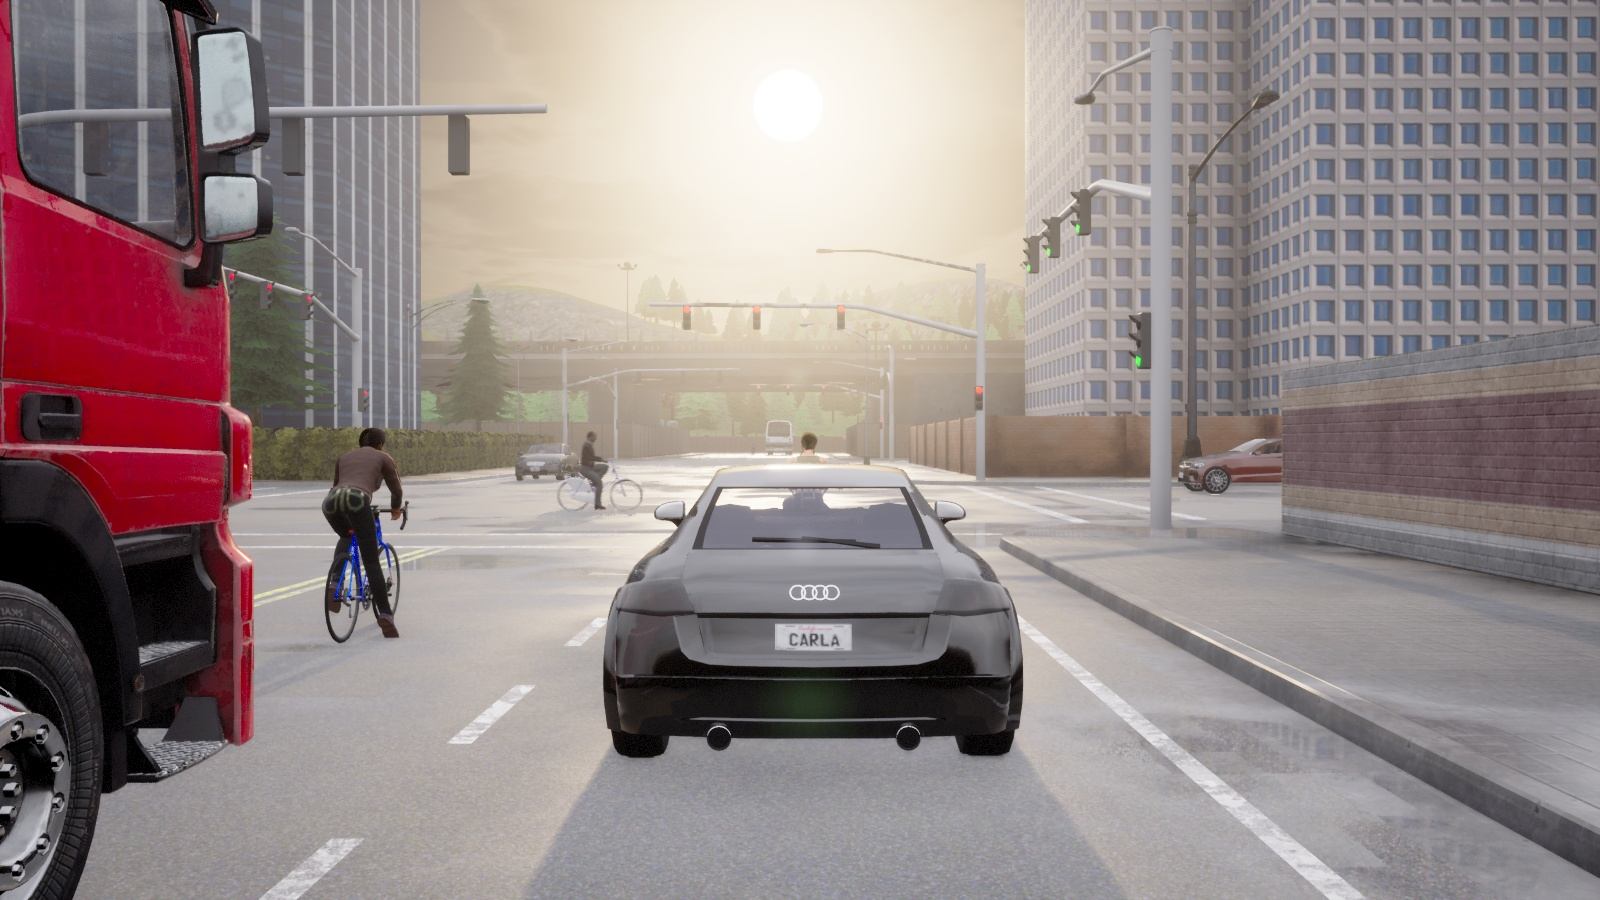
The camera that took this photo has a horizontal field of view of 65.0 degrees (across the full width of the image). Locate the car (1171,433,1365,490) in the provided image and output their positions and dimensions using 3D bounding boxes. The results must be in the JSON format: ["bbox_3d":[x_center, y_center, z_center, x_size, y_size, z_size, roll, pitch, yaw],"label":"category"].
[{"bbox_3d":[13.928,0.324,37.603,5.027,1.651,2.152,0,0,1],"label":"car"}]

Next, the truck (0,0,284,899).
[{"bbox_3d":[-3.478,-0.243,0.926,2.891,3.462,7.936,0,0,0],"label":"truck"}]

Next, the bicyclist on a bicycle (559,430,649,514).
[{"bbox_3d":[-4.213,0.461,27.054,1.843,1.776,0.659,0,0,-1],"label":"bicyclist on a bicycle"}]

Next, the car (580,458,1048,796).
[{"bbox_3d":[0.060,0.768,7.443,1.994,1.385,4.181,0,0,0],"label":"car"}]

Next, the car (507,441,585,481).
[{"bbox_3d":[-10.185,0.408,50.752,2.128,1.511,4.902,0,0,0],"label":"car"}]

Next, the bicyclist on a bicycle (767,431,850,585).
[{"bbox_3d":[0.093,0.604,13.963,0.866,1.612,1.509,0,0,0],"label":"bicyclist on a bicycle"}]

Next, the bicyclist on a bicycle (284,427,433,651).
[{"bbox_3d":[-3.426,0.641,9.893,0.582,1.620,1.656,0,0,0],"label":"bicyclist on a bicycle"}]
